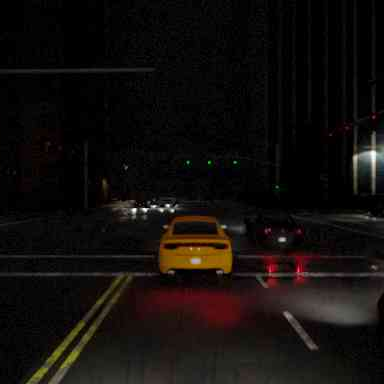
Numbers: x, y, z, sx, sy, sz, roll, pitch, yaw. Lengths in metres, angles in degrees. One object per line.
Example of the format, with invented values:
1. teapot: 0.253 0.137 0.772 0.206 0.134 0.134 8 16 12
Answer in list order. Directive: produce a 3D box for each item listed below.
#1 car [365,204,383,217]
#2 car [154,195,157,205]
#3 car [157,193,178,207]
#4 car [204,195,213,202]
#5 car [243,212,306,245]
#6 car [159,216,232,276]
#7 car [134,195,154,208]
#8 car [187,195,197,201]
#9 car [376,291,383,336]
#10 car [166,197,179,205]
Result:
1. car: 18.924 1.534 30.593 5.357 1.411 2.033 0 0 -1
2. car: -7.032 1.325 56.903 2.097 1.767 4.553 0 0 1
3. car: -3.566 1.198 50.670 2.150 2.045 5.566 0 0 0
4. car: 3.507 1.396 71.239 1.837 1.490 4.892 0 0 0
5. car: 3.599 1.594 15.441 1.895 1.301 4.718 0 0 0
6. car: 0.093 1.473 10.320 1.882 1.535 5.008 0 0 0
7. car: -7.082 1.482 47.716 1.837 1.490 4.892 0 0 0
8. car: 0.007 1.334 71.779 1.994 1.385 4.181 0 0 0
9. car: 3.601 1.504 2.899 1.837 1.490 4.892 0 0 0
10. car: -3.502 1.536 60.029 1.994 1.385 4.181 0 0 0
